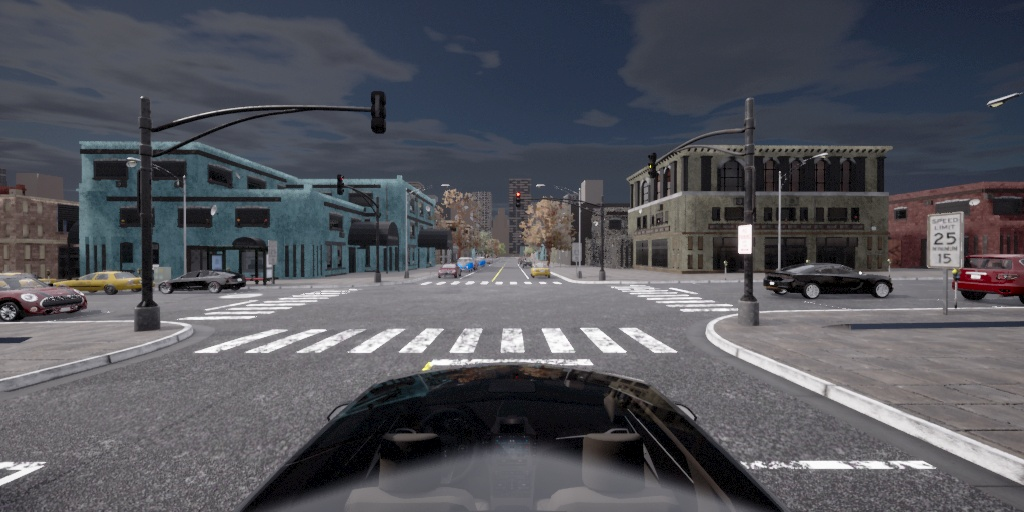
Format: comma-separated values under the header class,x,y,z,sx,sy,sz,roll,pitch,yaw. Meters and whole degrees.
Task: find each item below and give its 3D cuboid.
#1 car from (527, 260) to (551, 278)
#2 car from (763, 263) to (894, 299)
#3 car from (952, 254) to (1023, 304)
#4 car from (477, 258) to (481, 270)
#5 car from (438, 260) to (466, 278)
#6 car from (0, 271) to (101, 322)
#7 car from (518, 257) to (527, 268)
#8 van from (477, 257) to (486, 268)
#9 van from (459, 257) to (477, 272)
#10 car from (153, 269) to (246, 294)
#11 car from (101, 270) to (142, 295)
class,x,y,z,sx,sy,sz,roll,pitch,yaw
car,2.634,1.270,33.639,1.751,1.417,4.829,0,0,0
car,14.179,1.050,16.187,5.008,1.535,1.882,-1,1,-1
car,19.926,0.842,13.617,5.009,1.841,2.192,0,0,-1
car,-5.778,1.286,50.093,1.888,1.381,4.507,0,0,0
car,-5.746,1.326,33.454,1.802,1.307,4.207,0,0,0
car,-18.090,1.423,12.897,4.097,1.591,1.967,0,0,-1
car,2.582,1.289,61.201,2.007,1.370,4.403,0,0,0
van,-5.799,1.079,61.185,1.690,1.789,3.998,0,0,0
van,-5.767,1.083,44.546,1.690,1.789,3.998,0,0,0
car,-18.225,1.474,21.244,4.313,1.339,1.948,0,0,-1
car,-24.048,1.501,21.128,4.829,1.417,1.751,0,0,-1
